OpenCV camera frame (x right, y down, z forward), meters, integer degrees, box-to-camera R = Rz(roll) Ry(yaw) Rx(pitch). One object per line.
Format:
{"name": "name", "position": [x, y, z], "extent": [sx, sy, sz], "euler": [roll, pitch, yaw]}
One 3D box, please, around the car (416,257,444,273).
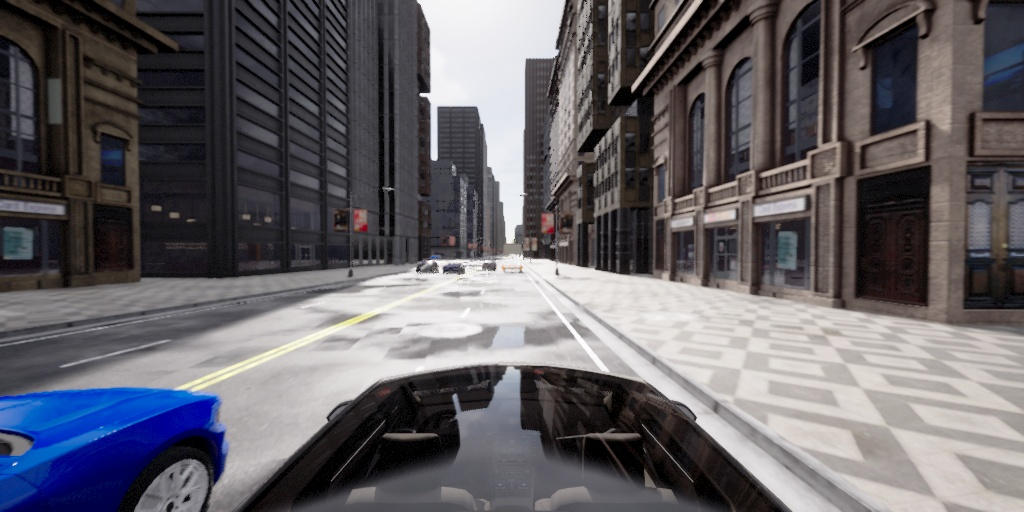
{"name": "car", "position": [-9.830, 1.209, 41.898], "extent": [2.128, 1.511, 4.902], "euler": [0, 0, 0]}

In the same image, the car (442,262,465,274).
{"name": "car", "position": [-6.586, 1.321, 40.509], "extent": [1.895, 1.301, 4.718], "euler": [0, 0, 0]}

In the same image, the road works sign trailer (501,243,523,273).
{"name": "road works sign trailer", "position": [0.066, 0.175, 43.856], "extent": [2.380, 3.560, 2.880], "euler": [0, 0, 0]}

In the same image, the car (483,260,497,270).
{"name": "car", "position": [-3.150, 1.233, 51.322], "extent": [2.033, 1.411, 5.357], "euler": [0, 0, 0]}

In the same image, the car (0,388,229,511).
{"name": "car", "position": [-3.151, 1.228, 0.743], "extent": [1.882, 1.535, 5.008], "euler": [0, 0, 0]}
